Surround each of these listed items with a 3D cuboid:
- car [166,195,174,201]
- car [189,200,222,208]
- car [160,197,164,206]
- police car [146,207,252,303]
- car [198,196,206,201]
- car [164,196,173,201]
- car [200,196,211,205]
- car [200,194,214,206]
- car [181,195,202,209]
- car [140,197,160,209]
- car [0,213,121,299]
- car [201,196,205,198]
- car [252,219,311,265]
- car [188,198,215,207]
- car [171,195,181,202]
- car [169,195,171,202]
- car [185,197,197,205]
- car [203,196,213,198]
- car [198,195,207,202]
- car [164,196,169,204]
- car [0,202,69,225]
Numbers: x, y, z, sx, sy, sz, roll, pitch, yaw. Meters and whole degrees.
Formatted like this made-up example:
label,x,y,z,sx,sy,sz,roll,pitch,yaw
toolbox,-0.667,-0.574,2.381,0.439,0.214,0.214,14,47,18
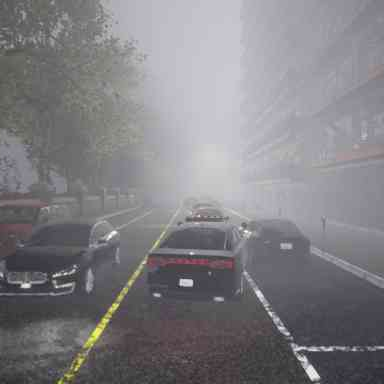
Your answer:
label,x,y,z,sx,sy,sz,roll,pitch,yaw
car,-5.967,1.609,90.080,1.752,1.417,4.829,0,0,0
car,0.845,1.458,18.398,1.801,1.575,5.366,0,0,0
car,-5.847,1.468,50.837,1.967,1.590,4.097,0,0,0
police car,0.419,1.426,8.504,1.930,1.638,5.238,0,0,12
car,2.430,1.639,84.646,1.947,1.339,4.313,0,0,0
car,-5.950,1.624,84.619,2.008,1.369,4.403,0,0,0
car,2.499,1.480,62.125,1.967,1.590,4.097,0,0,0
car,2.516,1.349,56.494,2.192,1.841,5.009,0,0,0
car,-0.107,1.374,46.105,2.097,1.767,4.553,0,0,0
car,-5.829,1.461,45.209,1.967,1.590,4.097,0,0,0
car,-3.123,1.505,8.661,1.837,1.490,4.892,0,0,0
car,2.551,1.566,45.235,1.887,1.381,4.507,0,0,0
car,2.656,1.567,11.454,1.947,1.339,4.313,0,0,0
car,0.827,1.483,24.208,1.882,1.535,5.008,0,0,0
car,-3.236,1.565,77.071,1.837,1.490,4.892,0,0,0
car,-5.932,1.588,78.819,1.752,1.417,4.829,0,0,0
car,-0.179,1.600,58.795,1.994,1.385,4.181,0,0,0
car,2.569,1.560,39.604,1.887,1.381,4.507,0,0,0
car,2.447,1.503,79.015,1.967,1.590,4.097,0,0,0
car,-5.880,1.591,62.098,2.008,1.369,4.403,0,0,0
car,-5.724,1.316,11.428,2.192,1.841,5.009,0,0,0
